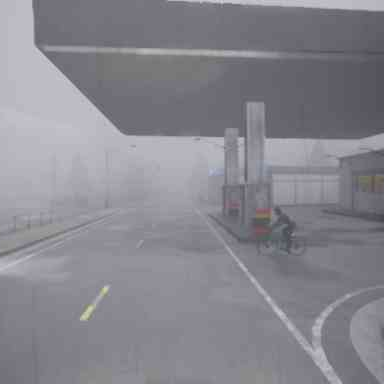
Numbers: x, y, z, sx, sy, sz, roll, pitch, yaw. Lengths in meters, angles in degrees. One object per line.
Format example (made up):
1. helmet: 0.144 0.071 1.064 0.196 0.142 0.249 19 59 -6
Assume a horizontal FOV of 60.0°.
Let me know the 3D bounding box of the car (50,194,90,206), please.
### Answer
1. car: -18.112 1.158 48.677 5.027 1.636 2.152 -1 0 -3

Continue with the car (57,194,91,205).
1. car: -18.292 1.144 51.809 4.514 1.523 2.007 -1 0 -3

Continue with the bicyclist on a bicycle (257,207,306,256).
1. bicyclist on a bicycle: 2.974 1.334 11.006 1.656 1.620 0.582 0 0 -2
